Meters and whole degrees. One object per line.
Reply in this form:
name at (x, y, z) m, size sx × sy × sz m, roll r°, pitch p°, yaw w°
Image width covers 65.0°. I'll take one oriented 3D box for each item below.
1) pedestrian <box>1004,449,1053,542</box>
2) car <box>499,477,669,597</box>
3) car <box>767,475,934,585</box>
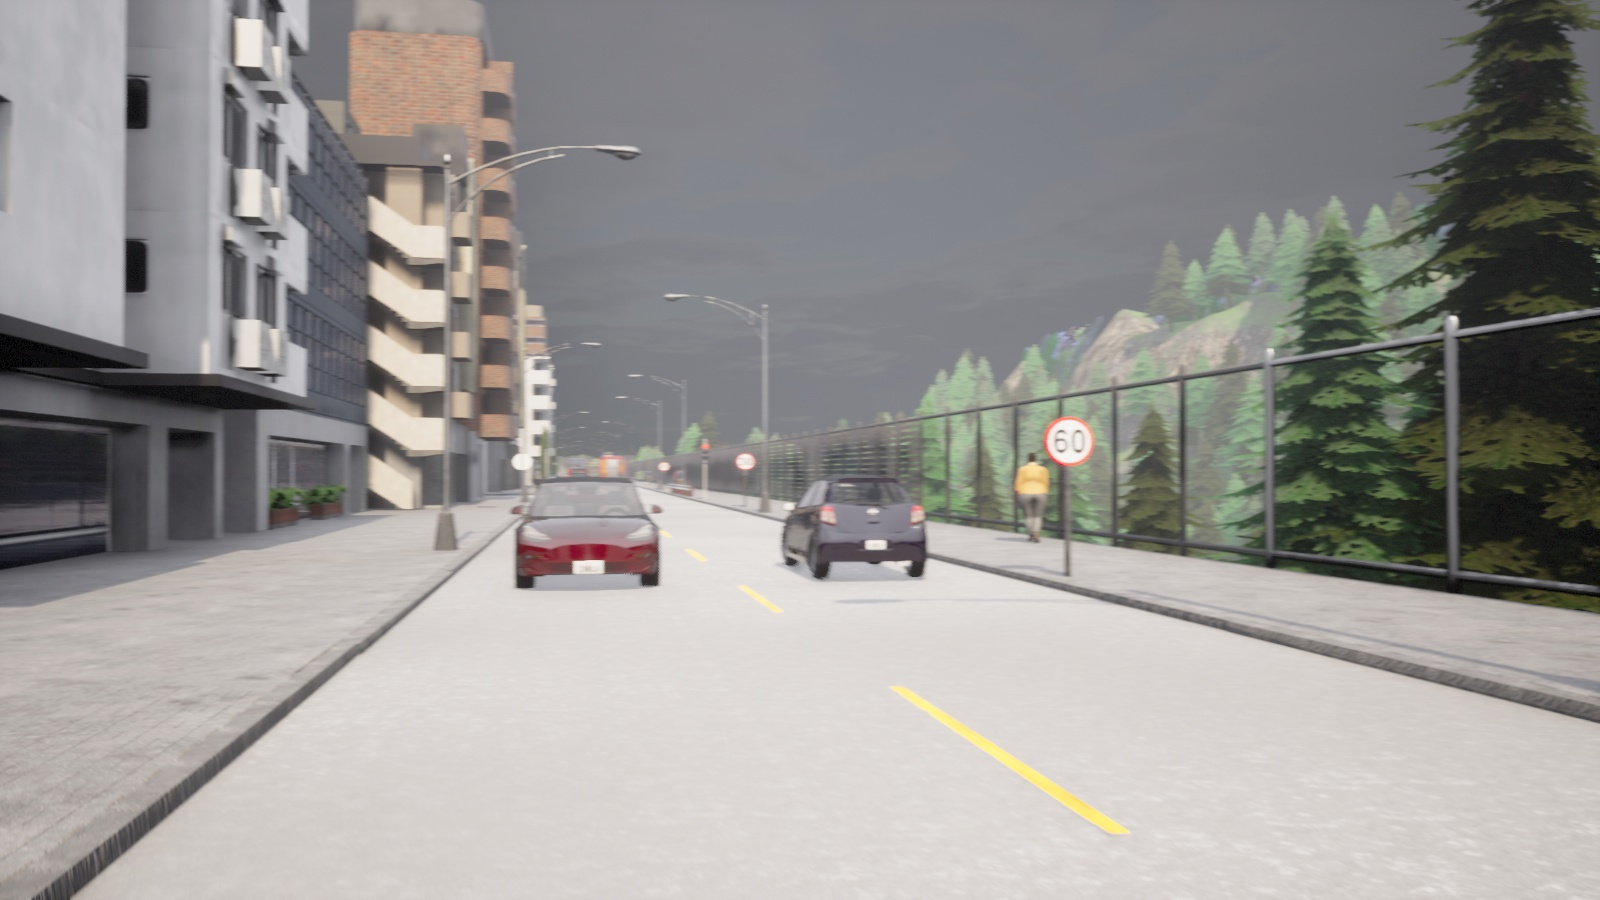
pedestrian at (4.669, 0.924, 25.749) m, size 0.874 × 1.855 × 0.900 m, roll -1°, pitch -1°, yaw 4°
car at (-3.206, 1.164, 18.572) m, size 2.163 × 1.488 × 4.792 m, roll 0°, pitch -1°, yaw -10°
car at (0.674, 1.161, 19.603) m, size 1.845 × 1.501 × 3.633 m, roll 0°, pitch -1°, yaw -10°
